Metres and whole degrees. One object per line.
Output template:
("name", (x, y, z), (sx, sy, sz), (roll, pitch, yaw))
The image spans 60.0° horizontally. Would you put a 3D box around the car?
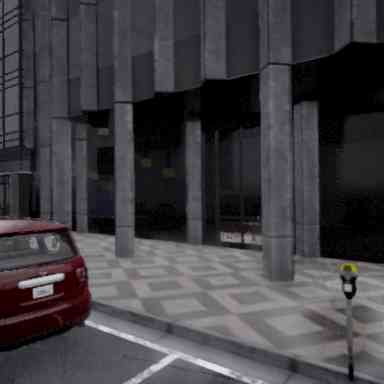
("car", (-3.820, 1.346, 5.584), (5.009, 1.841, 2.192), (0, -1, 36))
